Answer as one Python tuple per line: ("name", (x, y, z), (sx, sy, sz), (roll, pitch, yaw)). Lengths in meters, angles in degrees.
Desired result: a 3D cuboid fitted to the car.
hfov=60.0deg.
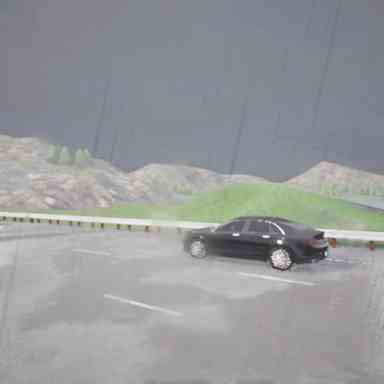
("car", (1.916, 1.551, 11.072), (4.892, 1.490, 1.837), (0, 0, 35))
